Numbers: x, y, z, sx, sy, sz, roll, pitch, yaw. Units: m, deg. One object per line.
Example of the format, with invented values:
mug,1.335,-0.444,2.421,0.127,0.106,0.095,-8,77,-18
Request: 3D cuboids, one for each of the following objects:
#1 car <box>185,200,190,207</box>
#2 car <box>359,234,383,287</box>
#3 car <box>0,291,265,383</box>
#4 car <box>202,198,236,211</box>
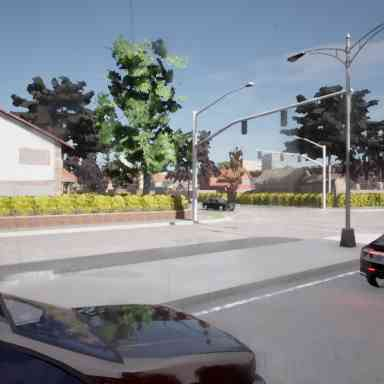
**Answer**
car,-2.194,1.352,47.502,2.097,1.767,4.553,0,0,-36
car,5.998,1.492,8.063,4.902,1.511,2.128,0,0,-35
car,-1.921,1.547,2.379,5.357,1.411,2.033,0,0,-35
car,3.196,1.505,40.086,1.837,1.490,4.892,0,0,-36
